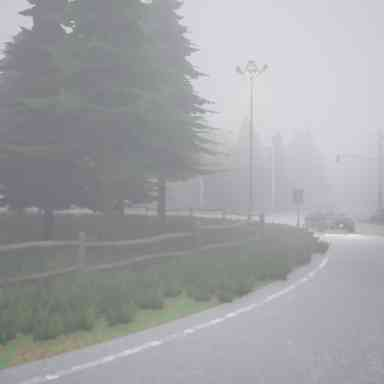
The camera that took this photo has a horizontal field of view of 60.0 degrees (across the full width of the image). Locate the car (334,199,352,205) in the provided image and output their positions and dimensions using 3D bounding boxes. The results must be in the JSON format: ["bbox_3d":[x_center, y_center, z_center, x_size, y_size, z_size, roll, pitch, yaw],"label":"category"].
[{"bbox_3d":[34.042,2.289,75.470,1.895,1.301,4.718,1,0,-13],"label":"car"}]

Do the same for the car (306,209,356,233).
[{"bbox_3d":[8.642,1.758,21.076,1.994,1.385,4.181,0,0,2],"label":"car"}]

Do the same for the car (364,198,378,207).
[{"bbox_3d":[34.004,1.943,62.447,2.097,1.767,4.553,0,0,9],"label":"car"}]
